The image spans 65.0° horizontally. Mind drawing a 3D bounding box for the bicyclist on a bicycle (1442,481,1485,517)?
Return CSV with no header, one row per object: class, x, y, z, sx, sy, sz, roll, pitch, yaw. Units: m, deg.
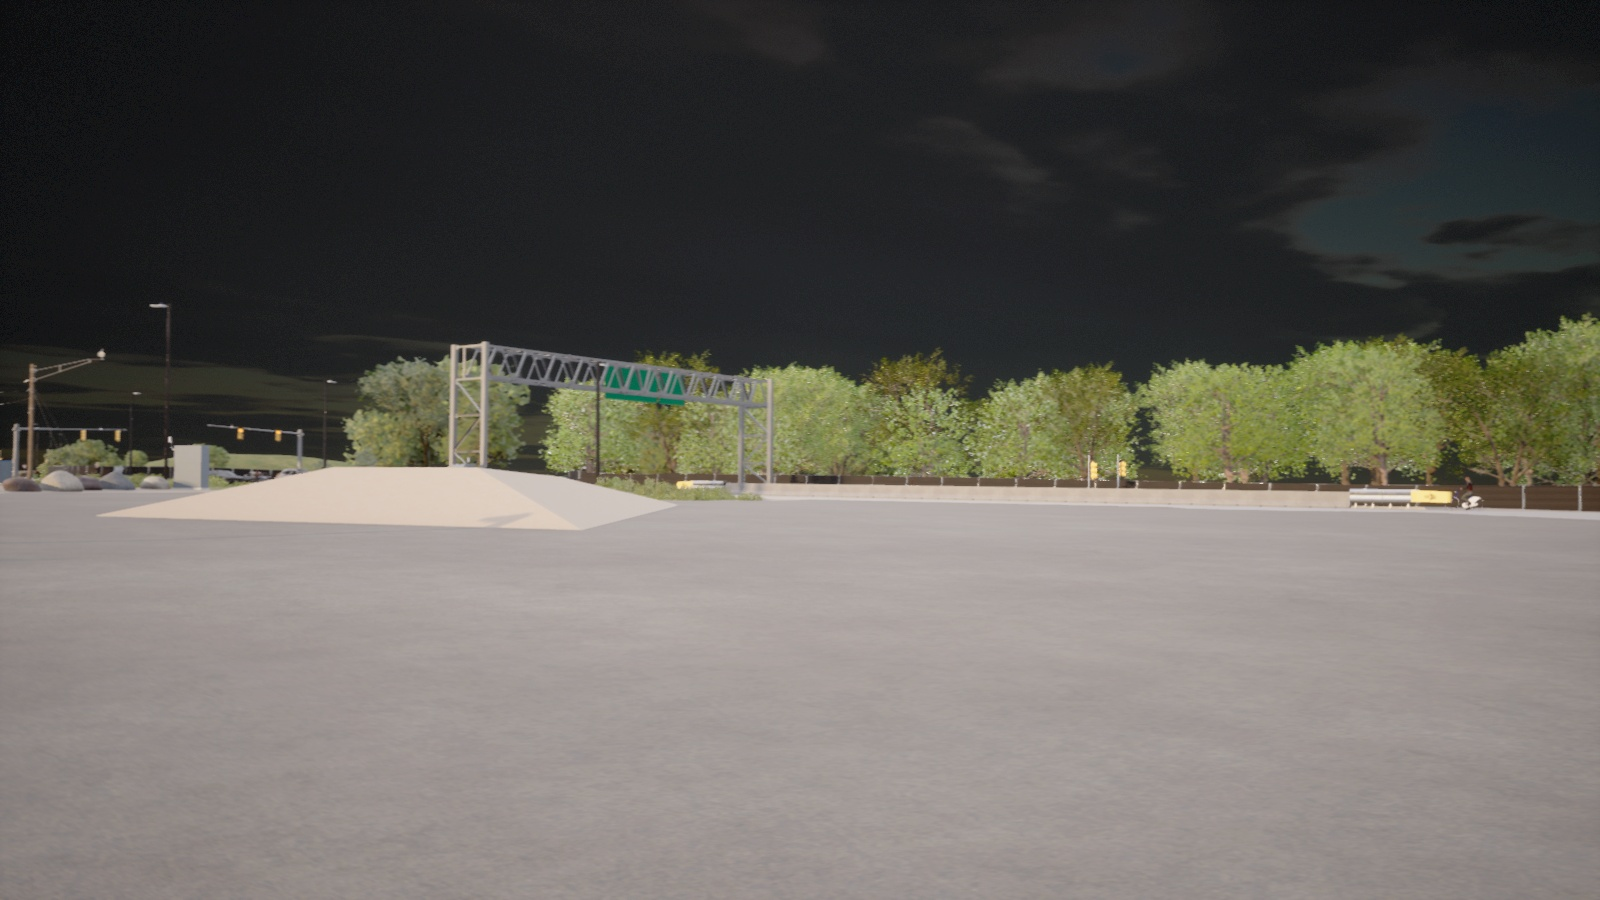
bicyclist on a bicycle,34.151,2.522,64.652,1.843,1.776,0.659,1,-2,40
